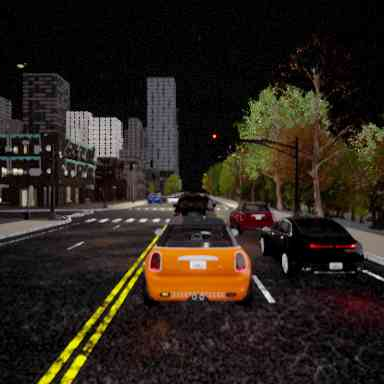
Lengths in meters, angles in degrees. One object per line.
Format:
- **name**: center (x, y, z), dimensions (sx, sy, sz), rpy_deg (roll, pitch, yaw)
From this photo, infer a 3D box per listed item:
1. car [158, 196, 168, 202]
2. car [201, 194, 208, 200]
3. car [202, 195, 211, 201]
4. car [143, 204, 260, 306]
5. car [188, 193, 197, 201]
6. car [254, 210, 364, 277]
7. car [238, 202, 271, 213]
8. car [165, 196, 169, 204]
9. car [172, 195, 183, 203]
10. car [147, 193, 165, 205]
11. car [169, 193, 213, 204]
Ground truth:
- **car**: center (-6.345, 1.548, 73.682), dimensions (1.895, 1.301, 4.718), rpy_deg (0, 0, 0)
- **car**: center (3.441, 1.295, 91.150), dimensions (1.812, 1.442, 4.674), rpy_deg (0, 0, 0)
- **car**: center (3.418, 1.479, 80.732), dimensions (2.033, 1.411, 5.357), rpy_deg (0, 0, 0)
- **car**: center (0.117, 1.348, 8.190), dimensions (2.097, 1.767, 4.553), rpy_deg (0, 0, 0)
- **car**: center (0.168, 1.164, 80.768), dimensions (2.150, 2.045, 5.566), rpy_deg (0, 0, 0)
- **car**: center (3.372, 1.498, 10.190), dimensions (1.837, 1.490, 4.892), rpy_deg (0, 0, 0)
- **car**: center (3.390, 1.342, 19.057), dimensions (2.097, 1.767, 4.553), rpy_deg (0, 0, 0)
- **car**: center (-3.203, 1.490, 57.821), dimensions (1.812, 1.442, 4.674), rpy_deg (0, 0, 1)
- **car**: center (-3.097, 1.479, 72.919), dimensions (2.128, 1.511, 4.902), rpy_deg (0, 0, 0)
- **car**: center (-6.450, 1.184, 58.352), dimensions (2.150, 2.045, 5.566), rpy_deg (0, 0, 0)
- **car**: center (0.138, 1.213, 17.731), dimensions (2.150, 2.045, 5.566), rpy_deg (0, 0, 0)
